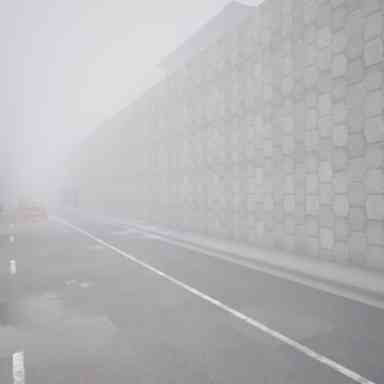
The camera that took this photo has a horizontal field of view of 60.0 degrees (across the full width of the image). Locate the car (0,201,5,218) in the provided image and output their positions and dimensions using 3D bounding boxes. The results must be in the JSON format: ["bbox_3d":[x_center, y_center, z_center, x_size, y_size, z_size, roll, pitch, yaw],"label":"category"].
[{"bbox_3d":[-18.788,1.642,31.083,2.128,1.511,4.902,-1,0,-29],"label":"car"}]

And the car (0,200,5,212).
[{"bbox_3d":[-24.310,1.756,41.172,1.994,1.385,4.181,-1,0,-29],"label":"car"}]

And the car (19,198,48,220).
[{"bbox_3d":[-14.113,1.572,29.743,1.882,1.535,5.008,-1,0,-28],"label":"car"}]

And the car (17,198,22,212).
[{"bbox_3d":[-20.761,1.497,41.865,2.097,1.767,4.553,-1,0,-28],"label":"car"}]
